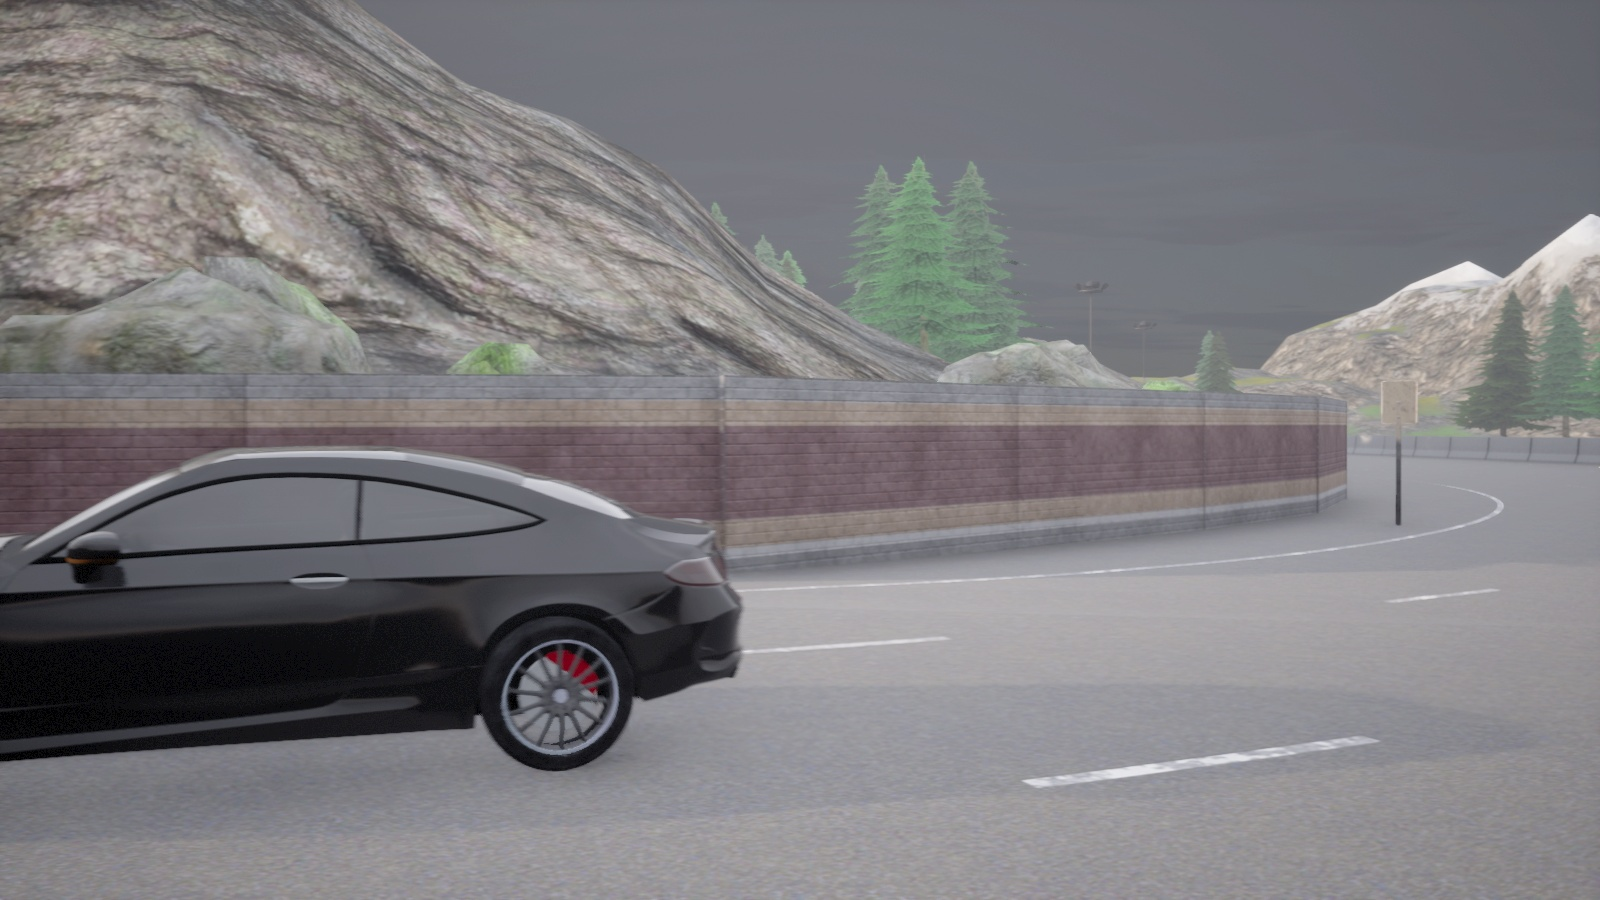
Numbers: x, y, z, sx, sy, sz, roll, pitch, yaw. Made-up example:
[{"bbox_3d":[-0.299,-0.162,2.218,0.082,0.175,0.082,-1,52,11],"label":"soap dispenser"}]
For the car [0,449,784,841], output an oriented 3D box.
[{"bbox_3d":[-2.592,0.761,5.983,4.674,1.442,1.812,-1,1,-21],"label":"car"}]
